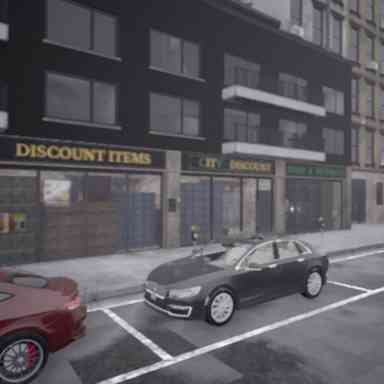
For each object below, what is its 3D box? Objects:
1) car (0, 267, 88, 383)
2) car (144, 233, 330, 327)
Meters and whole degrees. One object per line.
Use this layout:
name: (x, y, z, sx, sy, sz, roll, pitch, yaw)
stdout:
car: (-3.363, 1.579, 3.788, 4.206, 1.307, 1.802, 0, 0, -36)
car: (1.119, 1.580, 6.994, 4.403, 1.369, 2.008, 0, 0, -36)
